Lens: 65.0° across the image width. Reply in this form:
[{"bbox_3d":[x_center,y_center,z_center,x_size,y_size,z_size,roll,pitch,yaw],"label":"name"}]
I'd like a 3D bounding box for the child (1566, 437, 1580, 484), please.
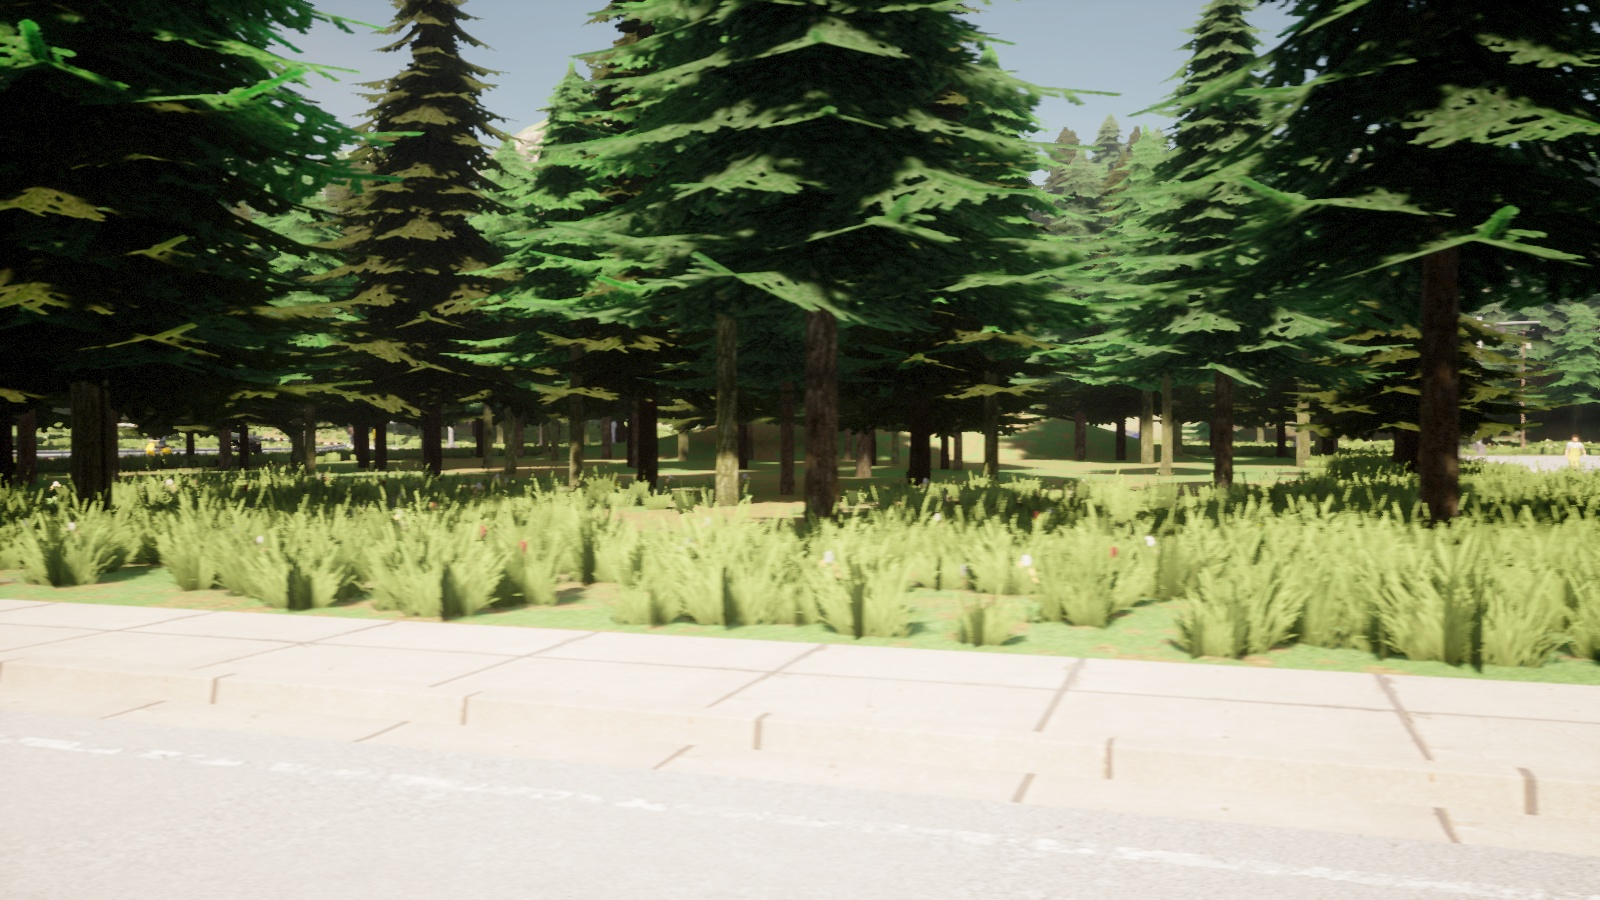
[{"bbox_3d":[21.055,0.281,34.201,0.270,1.263,0.437,1,1,27],"label":"child"}]

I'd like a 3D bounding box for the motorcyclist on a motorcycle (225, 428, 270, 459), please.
[{"bbox_3d":[-28.321,-0.348,64.401,0.866,1.530,2.191,1,1,20],"label":"motorcyclist on a motorcycle"}]

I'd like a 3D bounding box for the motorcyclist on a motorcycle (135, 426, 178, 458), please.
[{"bbox_3d":[-32.430,-0.431,63.302,0.866,1.590,1.817,1,1,20],"label":"motorcyclist on a motorcycle"}]
